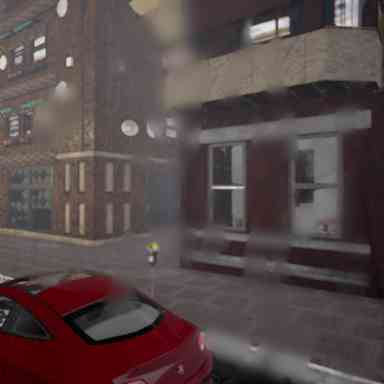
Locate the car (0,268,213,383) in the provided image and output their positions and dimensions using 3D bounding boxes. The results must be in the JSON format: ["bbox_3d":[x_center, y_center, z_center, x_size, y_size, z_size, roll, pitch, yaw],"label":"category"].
[{"bbox_3d":[-1.744,1.605,3.963,4.206,1.307,1.802,0,0,36],"label":"car"}]
